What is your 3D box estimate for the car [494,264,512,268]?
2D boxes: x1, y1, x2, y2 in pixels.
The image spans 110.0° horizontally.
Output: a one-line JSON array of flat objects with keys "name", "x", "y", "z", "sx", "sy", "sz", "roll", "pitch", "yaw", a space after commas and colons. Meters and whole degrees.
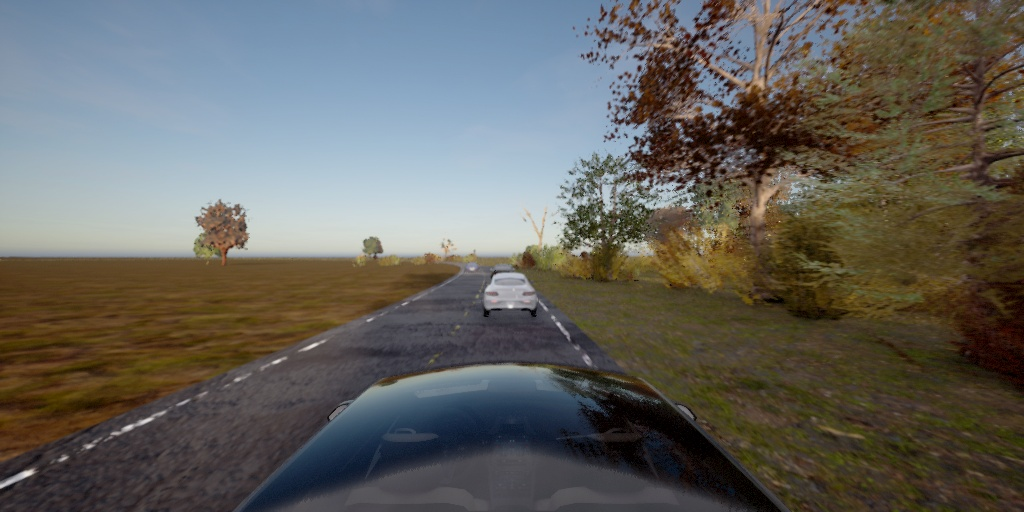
[{"name": "car", "x": -0.749, "y": 1.422, "z": 29.289, "sx": 1.882, "sy": 1.535, "sz": 5.008, "roll": 0, "pitch": 0, "yaw": -3}]

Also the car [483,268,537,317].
[{"name": "car", "x": -0.101, "y": 1.361, "z": 13.613, "sx": 1.812, "sy": 1.442, "sz": 4.674, "roll": 0, "pitch": 0, "yaw": -1}]

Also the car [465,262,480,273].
[{"name": "car", "x": -5.726, "y": 1.633, "z": 51.887, "sx": 1.812, "sy": 1.442, "sz": 4.674, "roll": 0, "pitch": -1, "yaw": -6}]
